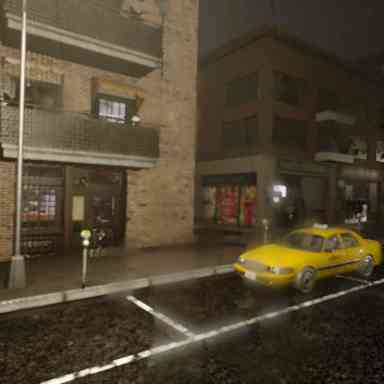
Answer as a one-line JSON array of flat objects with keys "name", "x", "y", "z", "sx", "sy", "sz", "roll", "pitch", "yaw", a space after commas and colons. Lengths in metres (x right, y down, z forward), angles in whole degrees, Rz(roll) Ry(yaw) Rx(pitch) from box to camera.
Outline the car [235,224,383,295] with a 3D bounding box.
[{"name": "car", "x": 3.289, "y": 1.567, "z": 8.883, "sx": 4.829, "sy": 1.417, "sz": 1.752, "roll": 0, "pitch": 1, "yaw": -35}]
